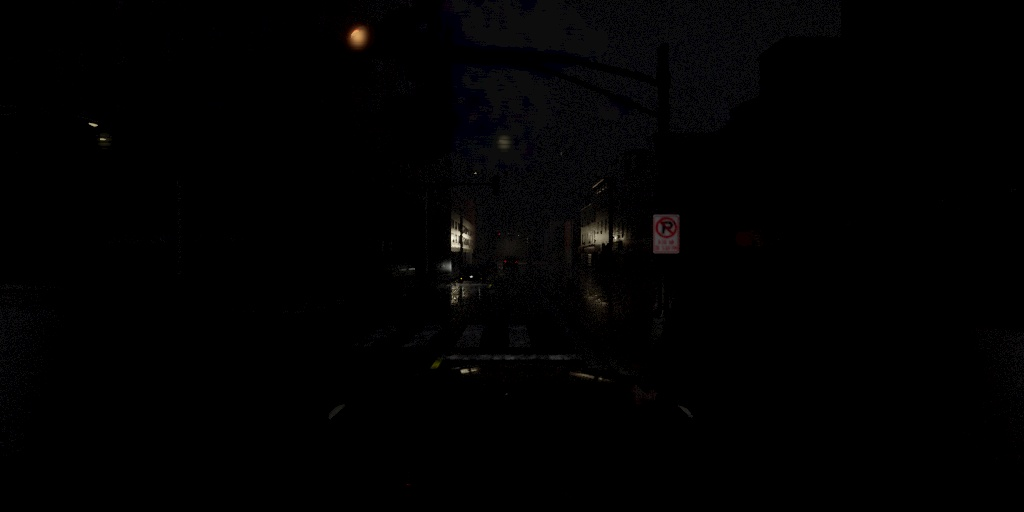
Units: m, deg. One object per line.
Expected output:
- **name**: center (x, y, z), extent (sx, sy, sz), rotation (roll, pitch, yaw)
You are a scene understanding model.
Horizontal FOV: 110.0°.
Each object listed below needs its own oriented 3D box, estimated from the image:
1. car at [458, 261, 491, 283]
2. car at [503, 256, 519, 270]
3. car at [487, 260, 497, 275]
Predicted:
- **car**: center (-2.949, 1.316, 27.888), extent (1.994, 1.385, 4.181), rotation (0, 0, 0)
- **car**: center (-0.193, 0.983, 52.561), extent (2.150, 2.045, 5.566), rotation (0, 0, 0)
- **car**: center (-2.988, 1.303, 38.379), extent (2.033, 1.411, 5.357), rotation (0, 0, 0)
